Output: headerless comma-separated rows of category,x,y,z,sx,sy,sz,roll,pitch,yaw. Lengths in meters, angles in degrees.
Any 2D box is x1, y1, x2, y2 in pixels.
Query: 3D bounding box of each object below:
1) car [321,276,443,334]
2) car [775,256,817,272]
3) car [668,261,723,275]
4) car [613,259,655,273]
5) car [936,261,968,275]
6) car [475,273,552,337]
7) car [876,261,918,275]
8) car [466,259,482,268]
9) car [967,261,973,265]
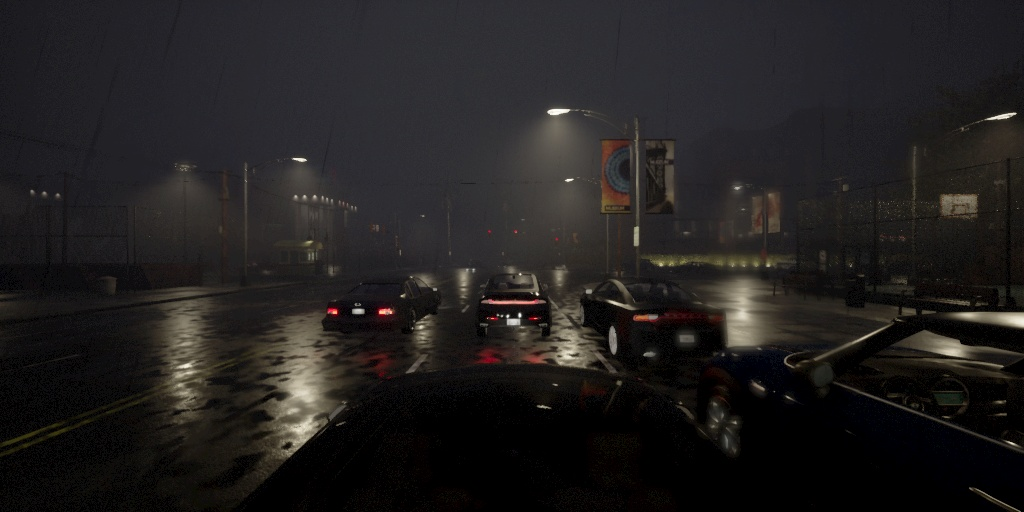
car,-3.443,1.297,10.584,2.033,1.411,5.357,0,0,0
car,34.642,0.970,42.778,5.566,2.045,2.150,0,0,0
car,19.996,1.297,39.158,5.357,1.411,2.033,0,0,-1
car,14.489,1.102,42.709,4.553,1.767,2.097,0,0,1
car,45.162,1.241,35.795,4.902,1.511,2.128,0,0,-1
car,0.054,1.242,10.321,2.128,1.511,4.902,0,0,0
car,41.369,1.242,39.294,4.902,1.511,2.128,0,0,0
car,-6.333,1.240,59.976,2.128,1.511,4.902,0,0,10
car,45.195,1.297,32.295,5.357,1.411,2.033,0,0,-1
